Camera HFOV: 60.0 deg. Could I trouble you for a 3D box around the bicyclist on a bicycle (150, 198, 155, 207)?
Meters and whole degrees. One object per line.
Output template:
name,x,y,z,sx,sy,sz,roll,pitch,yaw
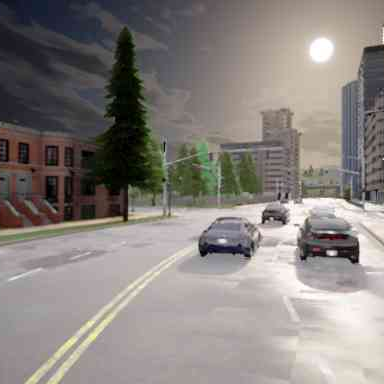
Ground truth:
bicyclist on a bicycle,-7.104,1.842,59.790,0.582,1.620,1.656,0,0,22

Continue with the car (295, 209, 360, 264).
car,5.001,1.642,12.577,1.837,1.490,4.892,0,0,17

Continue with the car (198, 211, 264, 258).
car,1.634,1.698,13.524,1.994,1.385,4.181,0,-1,17

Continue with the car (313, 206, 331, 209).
car,10.212,1.804,26.119,1.812,1.442,4.674,0,0,23

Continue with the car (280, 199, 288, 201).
car,23.820,2.477,85.864,1.895,1.301,4.718,0,-1,22

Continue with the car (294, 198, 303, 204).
car,27.081,2.235,84.592,2.097,1.767,4.553,0,-1,22

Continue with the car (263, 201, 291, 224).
car,6.927,1.787,27.359,1.837,1.490,4.892,0,0,22
